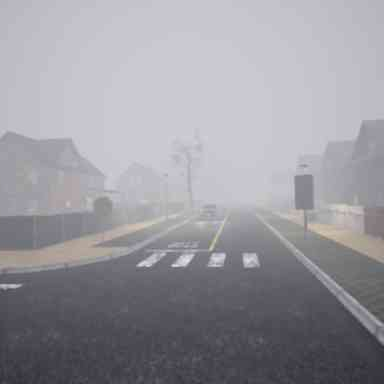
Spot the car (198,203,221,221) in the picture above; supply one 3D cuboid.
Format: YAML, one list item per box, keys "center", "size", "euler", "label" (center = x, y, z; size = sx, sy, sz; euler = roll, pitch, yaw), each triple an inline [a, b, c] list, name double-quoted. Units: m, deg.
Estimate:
- center: [1.790, 1.901, 32.246]
  size: [1.837, 1.490, 4.892]
  euler: [-2, -1, 8]
  label: "car"
